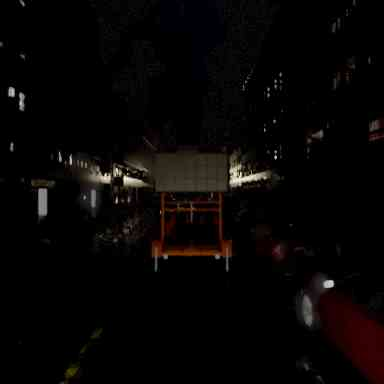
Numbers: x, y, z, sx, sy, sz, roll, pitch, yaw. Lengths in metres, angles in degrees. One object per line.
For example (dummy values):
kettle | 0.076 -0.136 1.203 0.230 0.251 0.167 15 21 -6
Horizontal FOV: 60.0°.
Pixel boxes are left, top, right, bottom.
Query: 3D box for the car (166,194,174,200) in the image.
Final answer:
car | -5.788 1.322 88.443 1.887 1.381 4.507 0 0 0

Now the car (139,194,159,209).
car | -5.737 1.337 43.352 1.967 1.590 4.097 0 0 0

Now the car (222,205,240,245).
car | 2.676 1.517 15.175 2.008 1.369 4.403 0 0 0

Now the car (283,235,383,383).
car | 2.689 1.536 3.903 1.887 1.381 4.507 0 0 0

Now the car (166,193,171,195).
car | -5.775 1.123 77.170 2.192 1.841 5.009 0 0 0

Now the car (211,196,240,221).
car | 2.664 1.254 26.448 2.192 1.841 5.009 0 0 0

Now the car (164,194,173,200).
car | -5.782 1.232 82.805 1.967 1.590 4.097 0 0 0

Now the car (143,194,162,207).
car | -5.743 1.197 48.988 2.192 1.841 5.009 0 0 0

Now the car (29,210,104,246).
car | -5.705 1.532 15.169 1.947 1.339 4.313 0 0 0

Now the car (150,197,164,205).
car | -5.751 1.449 54.625 1.802 1.307 4.206 0 0 0

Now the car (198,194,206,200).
car | 2.592 1.322 88.448 1.887 1.381 4.507 0 0 0

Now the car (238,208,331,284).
car | 2.682 1.419 9.539 1.967 1.590 4.097 0 0 0

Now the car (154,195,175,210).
car | -3.147 1.448 41.828 2.033 1.411 5.357 0 0 0

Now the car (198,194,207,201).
car | 2.604 1.333 77.346 1.752 1.417 4.829 0 0 0

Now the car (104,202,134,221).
car | -5.718 1.465 26.272 1.752 1.417 4.829 0 0 0

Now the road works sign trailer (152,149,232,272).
road works sign trailer | -0.011 0.440 10.666 2.380 3.560 2.880 0 0 0
